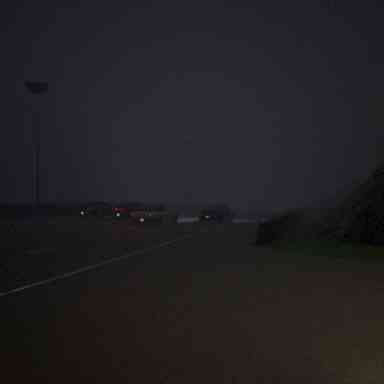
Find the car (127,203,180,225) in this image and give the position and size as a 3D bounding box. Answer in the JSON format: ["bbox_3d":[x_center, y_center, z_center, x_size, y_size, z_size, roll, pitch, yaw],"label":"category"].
[{"bbox_3d":[-2.557,1.662,24.704,1.895,1.301,4.718,1,-1,22],"label":"car"}]

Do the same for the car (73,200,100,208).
[{"bbox_3d":[-18.835,2.135,59.682,1.837,1.490,4.892,1,-1,23],"label":"car"}]

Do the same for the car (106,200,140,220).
[{"bbox_3d":[-4.876,1.594,28.326,1.837,1.490,4.892,1,-1,22],"label":"car"}]

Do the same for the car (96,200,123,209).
[{"bbox_3d":[-14.887,2.228,60.155,2.128,1.511,4.902,1,-2,22],"label":"car"}]

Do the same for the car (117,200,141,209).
[{"bbox_3d":[-11.247,2.287,59.776,1.882,1.535,5.008,1,-2,22],"label":"car"}]

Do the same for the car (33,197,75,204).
[{"bbox_3d":[-17.837,1.707,43.496,1.812,1.442,4.674,1,-2,22],"label":"car"}]

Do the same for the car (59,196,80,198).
[{"bbox_3d":[-19.003,1.560,49.897,2.150,2.045,5.566,1,-2,22],"label":"car"}]

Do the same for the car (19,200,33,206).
[{"bbox_3d":[-23.109,1.819,49.080,1.895,1.301,4.718,1,-2,22],"label":"car"}]

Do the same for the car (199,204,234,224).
[{"bbox_3d":[2.003,1.711,26.673,1.812,1.442,4.674,1,-1,22],"label":"car"}]

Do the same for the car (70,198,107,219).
[{"bbox_3d":[-8.128,1.563,29.619,1.837,1.490,4.892,1,-2,22],"label":"car"}]
